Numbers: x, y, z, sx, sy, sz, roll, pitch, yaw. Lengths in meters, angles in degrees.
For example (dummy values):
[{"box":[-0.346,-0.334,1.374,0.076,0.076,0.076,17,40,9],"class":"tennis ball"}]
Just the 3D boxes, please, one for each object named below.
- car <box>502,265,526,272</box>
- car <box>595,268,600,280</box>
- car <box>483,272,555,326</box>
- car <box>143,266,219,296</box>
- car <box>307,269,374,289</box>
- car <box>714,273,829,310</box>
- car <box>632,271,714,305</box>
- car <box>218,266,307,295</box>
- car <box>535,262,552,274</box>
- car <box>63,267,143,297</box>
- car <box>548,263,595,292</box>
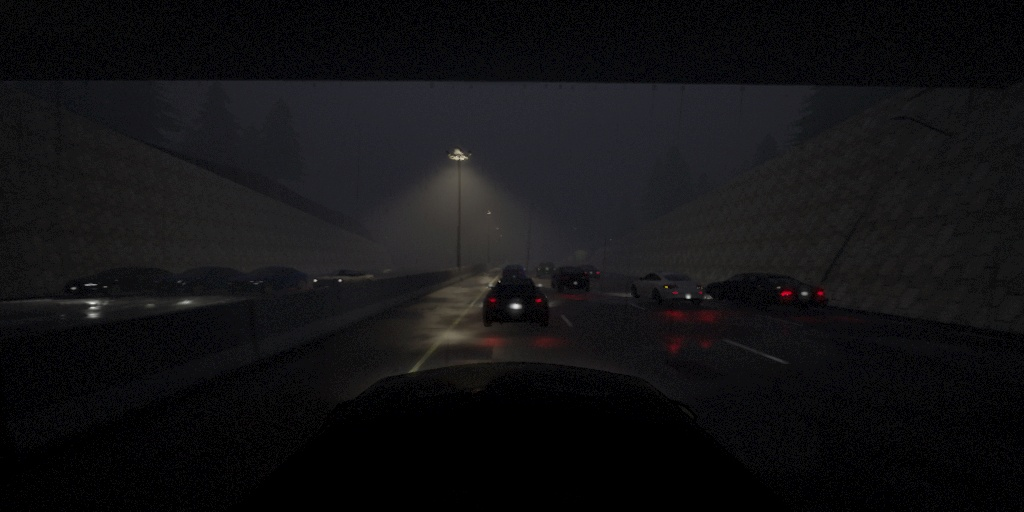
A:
[{"box":[0.157,1.468,30.545,1.882,1.535,5.008,0,0,0],"class":"car"},{"box":[7.168,1.593,34.941,2.033,1.411,5.357,0,0,0],"class":"car"},{"box":[0.117,1.400,12.011,1.994,1.385,4.181,0,0,0],"class":"car"},{"box":[-17.511,1.338,20.575,1.882,1.535,5.008,0,-1,1],"class":"car"},{"box":[-10.490,1.497,22.606,1.895,1.301,4.718,0,0,1],"class":"car"},{"box":[10.625,1.440,15.517,2.033,1.411,5.357,0,0,0],"class":"car"},{"box":[7.122,1.420,16.781,1.812,1.442,4.674,0,0,0],"class":"car"},{"box":[-14.007,1.350,20.903,1.882,1.535,5.008,0,-1,1],"class":"car"},{"box":[3.678,1.426,39.505,2.097,1.767,4.553,0,0,0],"class":"car"},{"box":[-21.022,1.350,19.642,1.837,1.490,4.892,0,-1,1],"class":"car"},{"box":[3.640,1.414,22.967,1.882,1.535,5.008,0,0,0],"class":"car"}]
